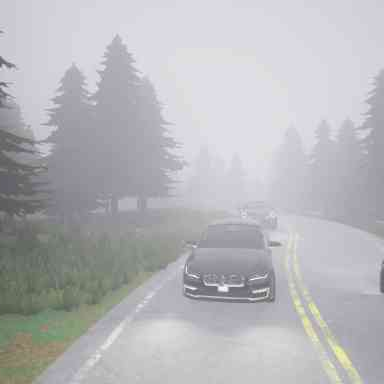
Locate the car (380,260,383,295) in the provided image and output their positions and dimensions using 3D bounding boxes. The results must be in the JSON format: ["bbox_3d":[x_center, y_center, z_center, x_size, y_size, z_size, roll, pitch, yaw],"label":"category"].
[{"bbox_3d":[4.488,1.309,4.638,2.097,1.767,4.553,-1,0,8],"label":"car"}]

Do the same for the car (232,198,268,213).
[{"bbox_3d":[6.165,1.411,35.732,1.837,1.490,4.892,2,-1,-16],"label":"car"}]

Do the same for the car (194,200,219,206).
[{"bbox_3d":[1.871,1.799,44.853,1.812,1.442,4.674,3,-5,-35],"label":"car"}]

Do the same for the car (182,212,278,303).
[{"bbox_3d":[1.082,1.496,8.405,1.837,1.490,4.892,-1,0,12],"label":"car"}]

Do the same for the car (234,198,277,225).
[{"bbox_3d":[3.854,1.270,20.361,2.097,1.767,4.553,-1,0,5],"label":"car"}]
